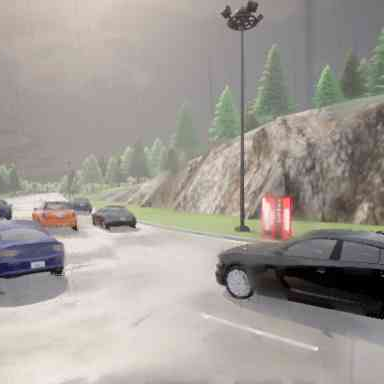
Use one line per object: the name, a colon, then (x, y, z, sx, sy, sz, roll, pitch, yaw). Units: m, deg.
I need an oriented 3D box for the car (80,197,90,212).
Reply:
car: (-11.876, 1.353, 35.044, 2.097, 1.767, 4.553, 0, 0, -26)

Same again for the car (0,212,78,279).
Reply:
car: (-5.129, 1.526, 9.415, 1.812, 1.442, 4.674, 0, 0, -42)

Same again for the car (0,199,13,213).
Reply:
car: (-15.681, 1.352, 26.815, 2.097, 1.767, 4.553, 0, 0, -26)

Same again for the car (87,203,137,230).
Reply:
car: (-5.098, 1.563, 21.457, 1.994, 1.385, 4.181, 0, 0, -30)

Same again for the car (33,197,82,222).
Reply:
car: (-8.454, 1.352, 20.346, 2.097, 1.767, 4.553, 0, 0, -30)

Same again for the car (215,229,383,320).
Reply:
car: (2.798, 1.477, 6.626, 5.008, 1.535, 1.882, 0, 0, 38)

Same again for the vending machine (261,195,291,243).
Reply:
vending machine: (3.897, 1.195, 15.386, 1.100, 2.100, 0.880, 0, 0, -44)
